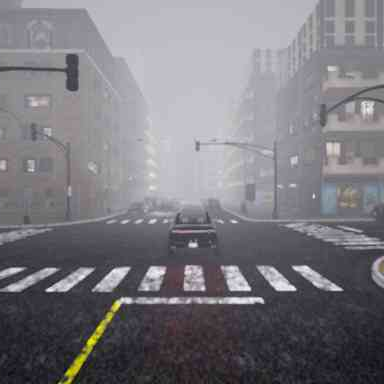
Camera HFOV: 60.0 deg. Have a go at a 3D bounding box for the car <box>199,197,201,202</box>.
[{"bbox_3d":[2.602,1.778,58.275,1.802,1.307,4.206,0,0,0],"label":"car"}]

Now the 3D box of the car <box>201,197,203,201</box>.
[{"bbox_3d":[2.619,1.595,46.910,1.967,1.590,4.097,0,0,0],"label":"car"}]

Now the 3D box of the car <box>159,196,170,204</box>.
[{"bbox_3d":[-5.795,1.679,69.626,1.967,1.590,4.097,0,0,0],"label":"car"}]

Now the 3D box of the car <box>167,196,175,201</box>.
[{"bbox_3d":[-5.830,1.878,92.354,2.008,1.369,4.403,0,0,0],"label":"car"}]

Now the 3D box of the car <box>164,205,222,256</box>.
[{"bbox_3d":[0.045,1.514,13.294,2.128,1.511,4.902,-1,0,0],"label":"car"}]

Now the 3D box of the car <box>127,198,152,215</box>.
[{"bbox_3d":[-5.744,1.681,35.530,1.947,1.339,4.313,0,0,0],"label":"car"}]

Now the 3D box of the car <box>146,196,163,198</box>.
[{"bbox_3d":[-5.761,1.470,46.896,2.192,1.841,5.009,0,0,0],"label":"car"}]

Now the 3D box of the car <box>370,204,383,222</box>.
[{"bbox_3d":[14.527,1.077,21.878,5.009,1.841,2.192,-1,1,-1],"label":"car"}]

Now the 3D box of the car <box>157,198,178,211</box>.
[{"bbox_3d":[-3.156,1.740,42.508,1.895,1.301,4.718,0,0,0],"label":"car"}]

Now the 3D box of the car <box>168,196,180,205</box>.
[{"bbox_3d":[-3.125,1.750,60.015,2.033,1.411,5.357,0,0,1],"label":"car"}]

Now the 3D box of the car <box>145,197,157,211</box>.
[{"bbox_3d":[-5.752,1.660,41.043,1.752,1.417,4.829,0,0,0],"label":"car"}]

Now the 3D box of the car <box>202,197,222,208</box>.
[{"bbox_3d":[2.627,1.575,41.228,1.967,1.590,4.097,0,0,0],"label":"car"}]

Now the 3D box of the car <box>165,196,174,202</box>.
[{"bbox_3d":[-5.821,1.856,86.671,2.008,1.369,4.403,0,0,0],"label":"car"}]
